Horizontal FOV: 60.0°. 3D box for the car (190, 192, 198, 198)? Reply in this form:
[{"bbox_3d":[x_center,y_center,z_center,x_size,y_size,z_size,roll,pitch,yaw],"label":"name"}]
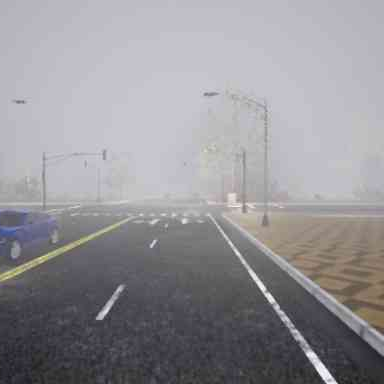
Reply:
[{"bbox_3d":[0.593,0.832,89.598,2.097,1.767,4.553,0,0,1],"label":"car"}]

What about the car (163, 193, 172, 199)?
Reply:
[{"bbox_3d":[-6.054,1.014,81.124,1.882,1.535,5.008,0,0,1],"label":"car"}]

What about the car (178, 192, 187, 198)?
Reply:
[{"bbox_3d":[-2.655,1.071,89.749,1.895,1.301,4.718,0,0,1],"label":"car"}]

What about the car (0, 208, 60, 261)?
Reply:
[{"bbox_3d":[-6.590,1.414,12.288,1.882,1.535,5.008,0,0,0],"label":"car"}]
